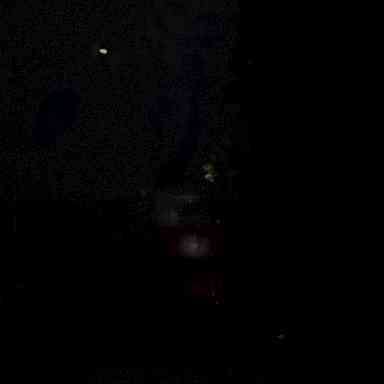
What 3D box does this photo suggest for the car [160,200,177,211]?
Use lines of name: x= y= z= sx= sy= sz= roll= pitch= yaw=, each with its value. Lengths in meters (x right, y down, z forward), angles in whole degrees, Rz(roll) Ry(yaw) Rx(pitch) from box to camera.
car: x=-2.859 y=1.602 z=41.442 sx=1.895 sy=1.301 sz=4.718 roll=0 pitch=0 yaw=0

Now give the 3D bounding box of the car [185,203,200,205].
car: x=0.064 y=1.573 z=27.152 sx=1.994 sy=1.385 sz=4.181 roll=0 pitch=0 yaw=0

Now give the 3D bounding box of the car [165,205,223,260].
car: x=0.070 y=1.483 z=12.429 sx=1.882 sy=1.535 sz=5.008 roll=0 pitch=0 yaw=0
